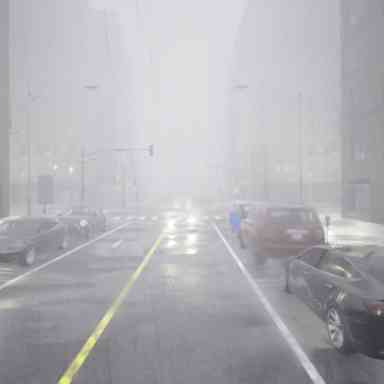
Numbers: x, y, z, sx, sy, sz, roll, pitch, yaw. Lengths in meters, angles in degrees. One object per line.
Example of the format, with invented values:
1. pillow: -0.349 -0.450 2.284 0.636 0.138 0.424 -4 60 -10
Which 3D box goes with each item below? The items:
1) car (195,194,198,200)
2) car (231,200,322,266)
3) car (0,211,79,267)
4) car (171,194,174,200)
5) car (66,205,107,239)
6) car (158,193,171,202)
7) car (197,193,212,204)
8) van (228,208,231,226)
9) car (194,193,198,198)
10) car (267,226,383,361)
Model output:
1. car: 2.256 1.519 72.134 1.802 1.307 4.206 0 0 -1
2. car: 2.849 1.297 11.414 2.192 1.841 5.009 0 0 0
3. car: -5.677 1.554 11.399 1.947 1.339 4.313 0 0 0
4. car: -6.658 1.270 88.908 2.192 1.841 5.009 0 0 -1
5. car: -5.683 1.421 16.924 1.967 1.590 4.097 0 0 0
6. car: -6.267 1.383 71.947 1.967 1.590 4.097 0 0 -1
7. car: 2.515 1.381 60.827 1.967 1.590 4.097 0 0 -1
8. van: 2.843 1.316 16.937 1.690 1.788 3.998 0 0 0
9. car: 1.996 1.521 83.437 1.802 1.307 4.206 0 0 -1
10. car: 2.854 1.556 5.890 1.947 1.339 4.313 0 0 0
